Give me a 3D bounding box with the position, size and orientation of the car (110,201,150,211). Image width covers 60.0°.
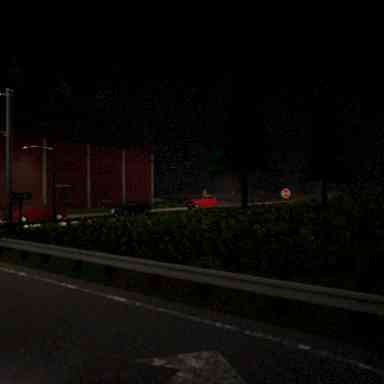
[{"bbox_3d":[-6.585,1.718,35.602,2.128,1.511,4.902,-1,0,36],"label":"car"}]

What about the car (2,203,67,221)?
[{"bbox_3d":[-12.786,1.706,27.197,1.882,1.535,5.008,-1,0,36],"label":"car"}]

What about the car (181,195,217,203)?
[{"bbox_3d":[1.383,1.446,46.391,2.150,2.045,5.566,-1,-1,37],"label":"car"}]

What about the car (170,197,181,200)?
[{"bbox_3d":[-4.022,1.936,85.164,1.816,1.474,4.193,-1,0,36],"label":"car"}]
